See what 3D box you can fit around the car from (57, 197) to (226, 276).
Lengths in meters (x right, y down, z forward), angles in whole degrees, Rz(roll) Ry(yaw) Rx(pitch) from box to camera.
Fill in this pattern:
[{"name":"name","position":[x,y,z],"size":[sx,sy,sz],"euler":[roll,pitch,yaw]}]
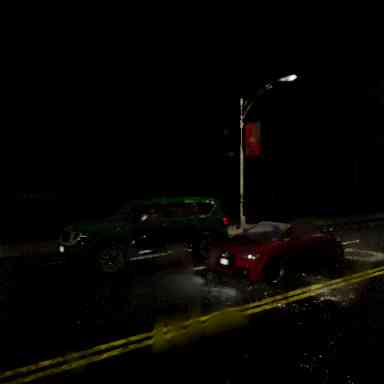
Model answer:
[{"name":"car","position":[-1.317,1.199,10.728],"size":[5.566,2.045,2.150],"euler":[0,0,-35]}]

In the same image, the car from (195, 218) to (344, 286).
[{"name":"car","position":[2.422,1.532,9.404],"size":[4.181,1.385,1.994],"euler":[0,0,-35]}]
